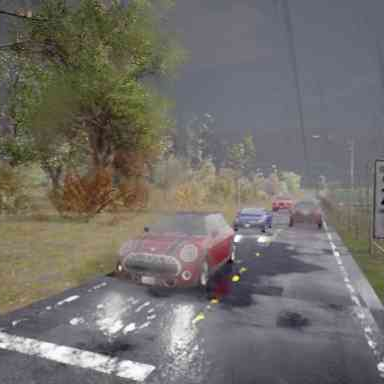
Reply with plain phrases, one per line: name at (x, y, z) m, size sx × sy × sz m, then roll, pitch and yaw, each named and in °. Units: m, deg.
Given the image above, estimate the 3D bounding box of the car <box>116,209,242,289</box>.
car at (-0.177, 1.336, 9.326) m, size 2.097 × 1.767 × 4.553 m, roll 1°, pitch 0°, yaw 20°

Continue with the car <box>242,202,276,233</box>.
car at (3.820, 1.585, 20.442) m, size 1.812 × 1.442 × 4.674 m, roll 1°, pitch 0°, yaw 20°

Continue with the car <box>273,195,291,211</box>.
car at (11.118, 1.402, 40.428) m, size 2.150 × 2.045 × 5.566 m, roll 1°, pitch 0°, yaw 20°

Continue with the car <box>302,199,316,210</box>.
car at (17.008, 1.784, 48.345) m, size 1.837 × 1.490 × 4.892 m, roll 1°, pitch 0°, yaw 20°

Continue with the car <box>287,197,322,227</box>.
car at (8.384, 1.507, 24.396) m, size 2.097 × 1.767 × 4.553 m, roll 1°, pitch 0°, yaw 20°
